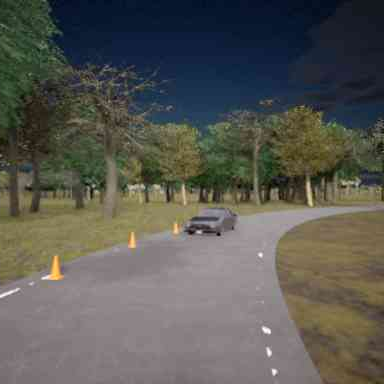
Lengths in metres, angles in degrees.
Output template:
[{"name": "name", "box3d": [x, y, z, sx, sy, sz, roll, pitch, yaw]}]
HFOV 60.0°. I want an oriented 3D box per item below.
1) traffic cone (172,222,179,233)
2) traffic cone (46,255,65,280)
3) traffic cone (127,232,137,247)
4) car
[{"name": "traffic cone", "box3d": [-0.912, 1.998, 18.809, 0.340, 0.580, 0.340, 0, 0, 20]}, {"name": "traffic cone", "box3d": [-3.576, 1.959, 8.731, 0.340, 0.580, 0.340, 0, 0, 10]}, {"name": "traffic cone", "box3d": [-2.467, 1.977, 13.829, 0.340, 0.580, 0.340, 0, 0, 15]}, {"name": "car", "box3d": [1.275, 1.605, 18.945, 2.033, 1.411, 5.357, 0, 0, 21]}]
